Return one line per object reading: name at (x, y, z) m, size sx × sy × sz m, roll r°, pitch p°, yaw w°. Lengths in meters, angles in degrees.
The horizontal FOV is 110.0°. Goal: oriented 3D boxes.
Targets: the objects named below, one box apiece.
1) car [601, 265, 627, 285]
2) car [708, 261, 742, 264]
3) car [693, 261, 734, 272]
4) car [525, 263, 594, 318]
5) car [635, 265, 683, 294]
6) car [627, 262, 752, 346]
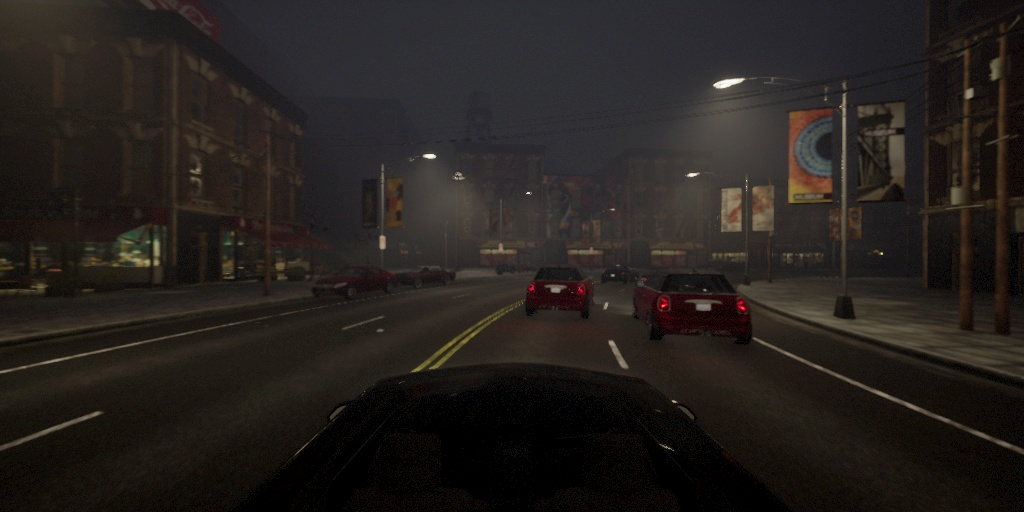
car at (8.318, 1.357, 27.182) m, size 1.994 × 1.385 × 4.181 m, roll 0°, pitch 0°, yaw 34°
car at (27.220, 1.421, 44.782) m, size 4.674 × 1.442 × 1.812 m, roll 0°, pitch 0°, yaw -14°
car at (27.178, 1.401, 48.328) m, size 4.892 × 1.490 × 1.837 m, roll 1°, pitch -1°, yaw -13°
car at (1.929, 1.110, 13.426) m, size 2.097 × 1.767 × 4.553 m, roll 0°, pitch 0°, yaw 15°
car at (9.223, 1.346, 22.213) m, size 2.033 × 1.411 × 5.357 m, roll 0°, pitch 0°, yaw 30°
car at (4.599, 1.127, 9.862) m, size 2.097 × 1.767 × 4.553 m, roll 0°, pitch 0°, yaw 12°
